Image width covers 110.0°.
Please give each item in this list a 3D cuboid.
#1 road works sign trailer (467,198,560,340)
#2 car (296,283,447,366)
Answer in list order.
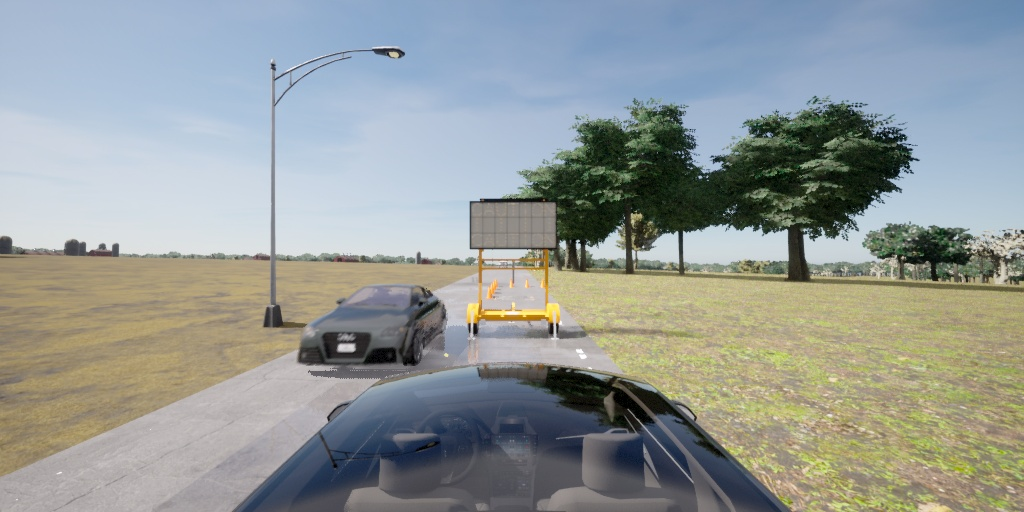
[{"bbox_3d":[0.041,0.220,9.961,2.380,3.560,2.880,0,0,0],"label":"road works sign trailer"},{"bbox_3d":[-2.705,1.318,7.875,1.994,1.385,4.181,0,0,0],"label":"car"}]
